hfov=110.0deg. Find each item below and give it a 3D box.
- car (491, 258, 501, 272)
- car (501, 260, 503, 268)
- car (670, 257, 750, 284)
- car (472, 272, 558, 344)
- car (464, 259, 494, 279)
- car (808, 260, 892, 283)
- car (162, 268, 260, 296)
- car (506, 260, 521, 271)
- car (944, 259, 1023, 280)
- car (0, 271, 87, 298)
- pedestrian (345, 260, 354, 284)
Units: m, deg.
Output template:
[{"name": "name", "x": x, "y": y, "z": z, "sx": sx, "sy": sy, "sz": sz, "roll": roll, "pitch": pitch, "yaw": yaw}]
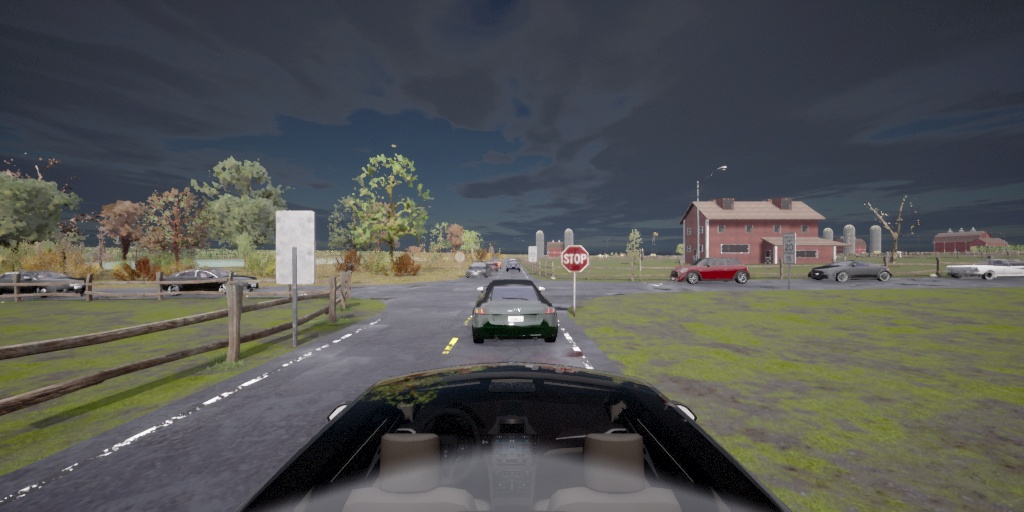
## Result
[{"name": "car", "x": -2.772, "y": 1.308, "z": 45.190, "sx": 1.994, "sy": 1.385, "sz": 4.181, "roll": 0, "pitch": 0, "yaw": 0}, {"name": "car", "x": -2.725, "y": 1.094, "z": 56.335, "sx": 2.097, "sy": 1.767, "sz": 4.553, "roll": 0, "pitch": 0, "yaw": 1}, {"name": "car", "x": 12.851, "y": 0.883, "z": 23.531, "sx": 4.553, "sy": 1.767, "sz": 2.097, "roll": -1, "pitch": 0, "yaw": 2}, {"name": "car", "x": -0.009, "y": 1.312, "z": 9.662, "sx": 1.994, "sy": 1.385, "sz": 4.181, "roll": 0, "pitch": 0, "yaw": -3}, {"name": "car", "x": -3.015, "y": 1.271, "z": 33.212, "sx": 1.812, "sy": 1.442, "sz": 4.674, "roll": 0, "pitch": 0, "yaw": 3}, {"name": "car", "x": 21.928, "y": 0.963, "z": 23.386, "sx": 4.181, "sy": 1.385, "sz": 1.994, "roll": -1, "pitch": 0, "yaw": 1}, {"name": "car", "x": -17.435, "y": 1.473, "z": 20.827, "sx": 4.902, "sy": 1.511, "sz": 2.128, "roll": -1, "pitch": 0, "yaw": 1}, {"name": "car", "x": 0.180, "y": 1.291, "z": 48.346, "sx": 2.033, "sy": 1.411, "sz": 5.357, "roll": 0, "pitch": 0, "yaw": 0}, {"name": "car", "x": 31.432, "y": 0.859, "z": 23.303, "sx": 4.718, "sy": 1.301, "sz": 1.895, "roll": -1, "pitch": 0, "yaw": 1}, {"name": "car", "x": -27.806, "y": 1.616, "z": 21.024, "sx": 4.902, "sy": 1.511, "sz": 2.128, "roll": -1, "pitch": 0, "yaw": 2}, {"name": "pedestrian", "x": -12.122, "y": 1.161, "z": 26.731, "sx": 0.375, "sy": 1.860, "sz": 0.375, "roll": 0, "pitch": 1, "yaw": 1}]
